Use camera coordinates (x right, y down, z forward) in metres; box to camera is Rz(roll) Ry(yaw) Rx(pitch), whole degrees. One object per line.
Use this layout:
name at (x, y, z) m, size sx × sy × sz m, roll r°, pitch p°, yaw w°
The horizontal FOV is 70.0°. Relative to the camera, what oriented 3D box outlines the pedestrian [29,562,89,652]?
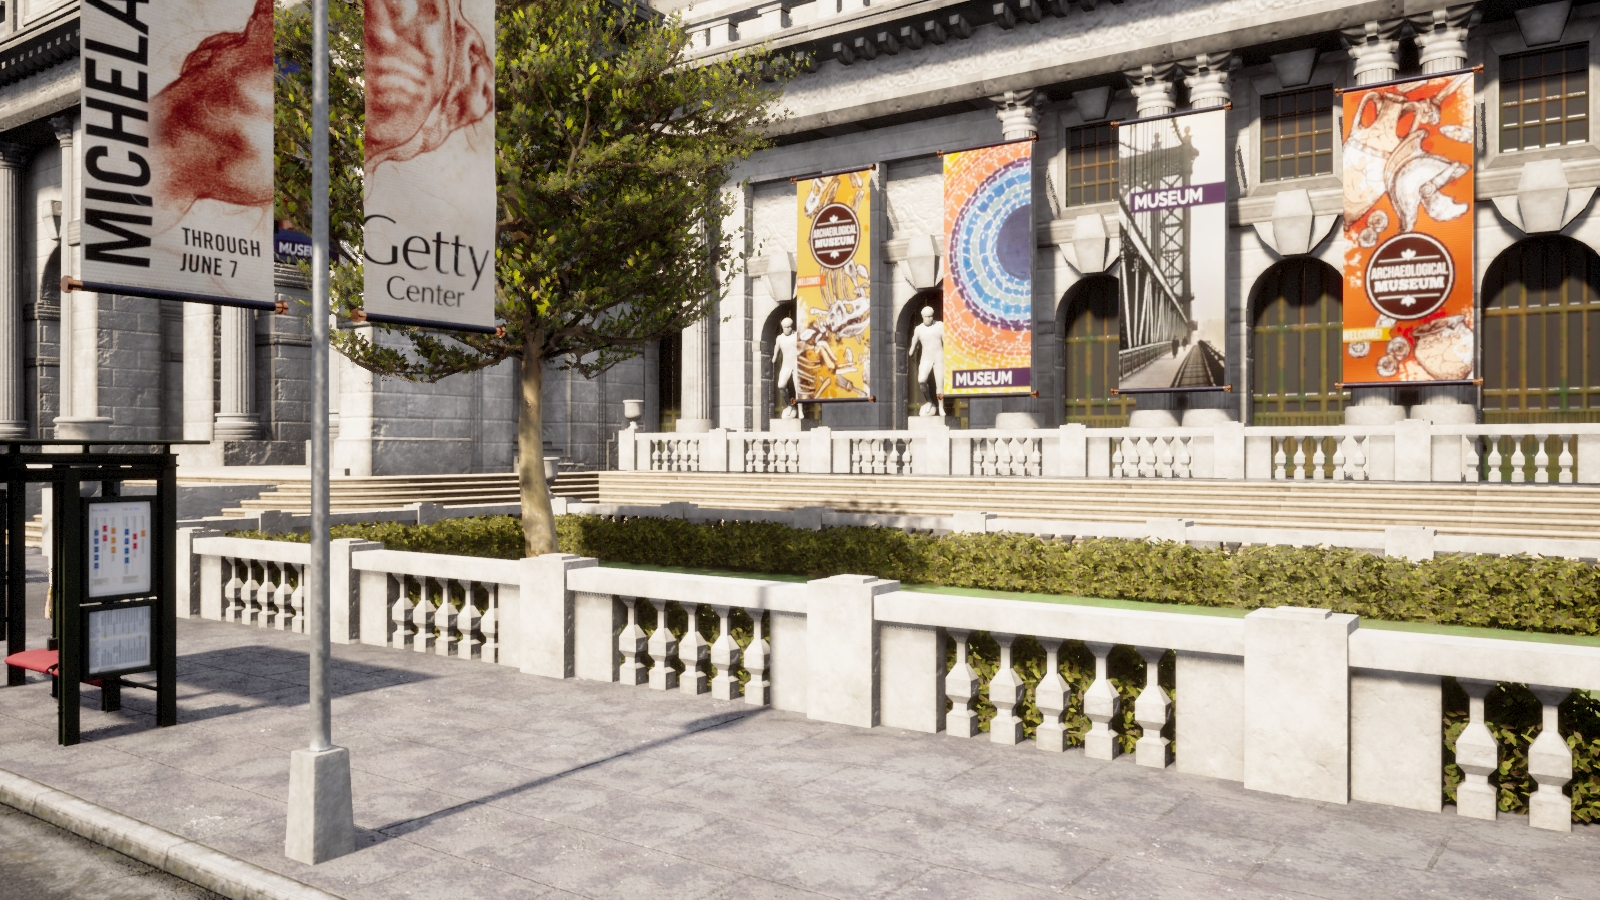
pedestrian at (-9.819, 2.069, 15.142) m, size 0.500 × 1.100 × 0.500 m, roll 0°, pitch 0°, yaw 34°
